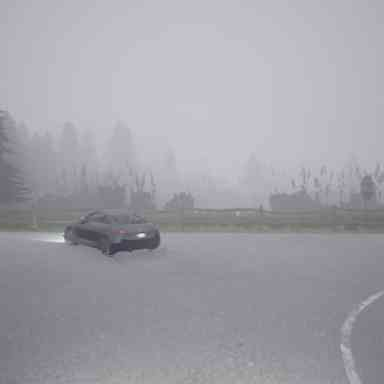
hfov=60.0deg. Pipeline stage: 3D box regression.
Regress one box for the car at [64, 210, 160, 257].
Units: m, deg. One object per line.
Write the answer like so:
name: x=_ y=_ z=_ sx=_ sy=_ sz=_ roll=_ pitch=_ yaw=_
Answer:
car: x=-3.043 y=1.353 z=12.270 sx=1.994 sy=1.385 sz=4.181 roll=0 pitch=1 yaw=-43
